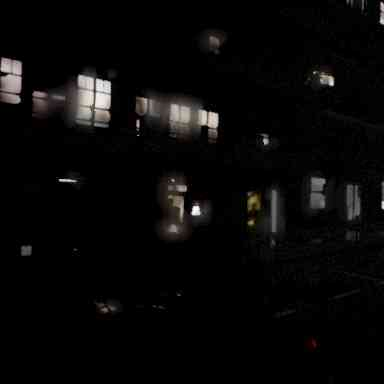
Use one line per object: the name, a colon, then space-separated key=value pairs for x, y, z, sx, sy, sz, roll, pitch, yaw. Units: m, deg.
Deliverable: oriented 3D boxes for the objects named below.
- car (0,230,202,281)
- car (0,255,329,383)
car: x=-1.512 y=1.466 z=5.438 sx=4.097 sy=1.590 sz=1.967 roll=1 pitch=1 yaw=-35
car: x=-0.771 y=1.576 z=2.688 sx=4.181 sy=1.385 sz=1.994 roll=1 pitch=0 yaw=-35
